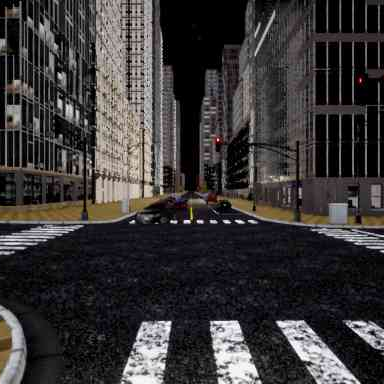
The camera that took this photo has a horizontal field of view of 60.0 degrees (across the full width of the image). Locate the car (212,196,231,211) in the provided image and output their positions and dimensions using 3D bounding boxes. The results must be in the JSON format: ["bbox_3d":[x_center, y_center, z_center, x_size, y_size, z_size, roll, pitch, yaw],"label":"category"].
[{"bbox_3d":[3.902,1.579,41.790,1.947,1.339,4.313,0,0,0],"label":"car"}]

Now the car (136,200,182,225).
[{"bbox_3d":[-2.466,1.545,24.580,1.812,1.442,4.674,0,0,15],"label":"car"}]

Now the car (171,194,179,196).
[{"bbox_3d":[-4.133,1.564,63.861,1.947,1.339,4.313,0,0,0],"label":"car"}]

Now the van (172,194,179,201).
[{"bbox_3d":[-4.239,1.315,85.971,1.690,1.788,3.998,0,0,0],"label":"van"}]

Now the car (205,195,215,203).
[{"bbox_3d":[3.720,1.432,69.427,1.967,1.590,4.097,0,0,0],"label":"car"}]

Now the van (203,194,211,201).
[{"bbox_3d":[3.667,1.321,80.482,1.690,1.788,3.998,0,0,0],"label":"van"}]

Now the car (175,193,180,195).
[{"bbox_3d":[-4.186,1.426,74.917,1.967,1.590,4.097,0,0,0],"label":"car"}]

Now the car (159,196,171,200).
[{"bbox_3d":[-4.054,1.593,47.278,1.802,1.307,4.206,0,0,0],"label":"car"}]

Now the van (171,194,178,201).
[{"bbox_3d":[-4.213,1.321,80.444,1.690,1.788,3.998,0,0,0],"label":"van"}]

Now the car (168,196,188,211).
[{"bbox_3d":[-1.554,1.578,40.881,1.994,1.385,4.181,0,0,0],"label":"car"}]

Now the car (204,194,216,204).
[{"bbox_3d":[3.747,1.313,63.899,2.192,1.841,5.009,0,0,0],"label":"car"}]
